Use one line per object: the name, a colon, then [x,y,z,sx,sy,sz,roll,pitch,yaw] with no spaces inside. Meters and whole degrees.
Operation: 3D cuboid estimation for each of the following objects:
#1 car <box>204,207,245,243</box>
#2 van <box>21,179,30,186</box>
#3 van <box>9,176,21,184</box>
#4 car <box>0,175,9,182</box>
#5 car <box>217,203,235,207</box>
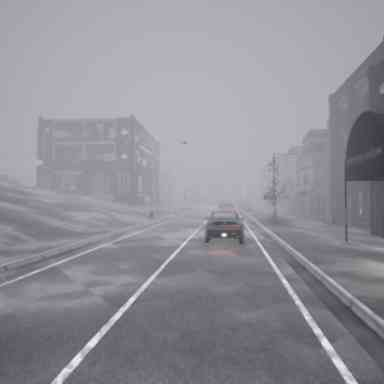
car: [1.701,1.729,17.419,1.837,1.490,4.892,0,-1,6]
van: [-31.523,-1.349,60.387,1.878,1.987,4.442,1,-4,-10]
van: [-30.494,-1.708,54.957,1.878,1.987,4.442,1,-4,-9]
car: [-29.583,-1.790,49.353,2.002,1.452,4.674,1,-3,-9]
car: [3.902,2.025,38.119,2.097,1.767,4.553,0,-1,6]
